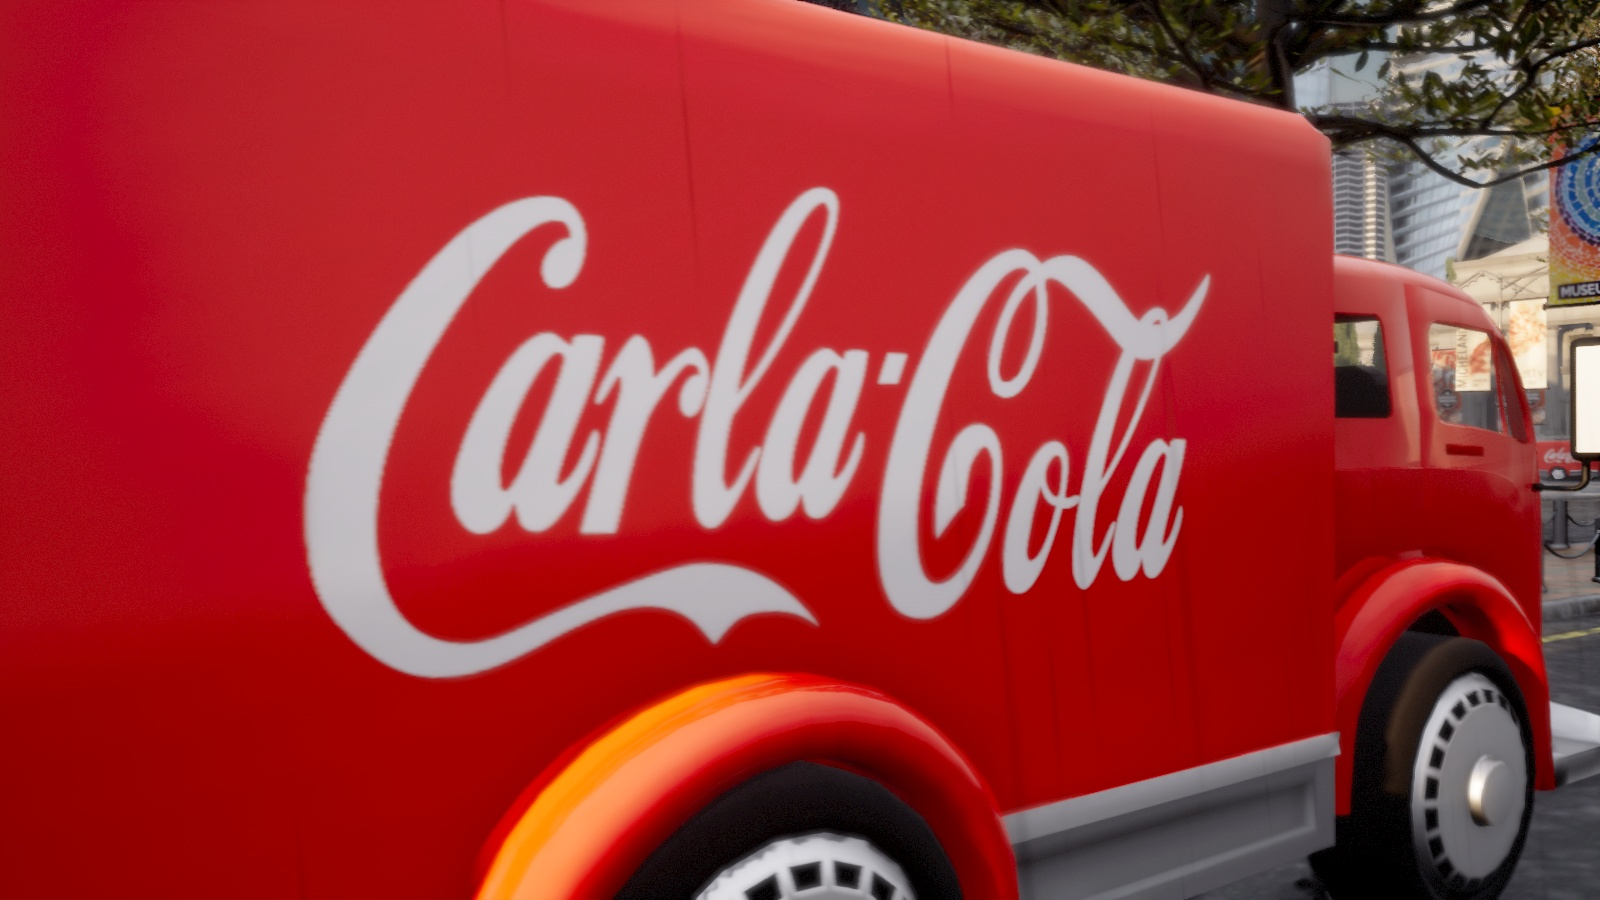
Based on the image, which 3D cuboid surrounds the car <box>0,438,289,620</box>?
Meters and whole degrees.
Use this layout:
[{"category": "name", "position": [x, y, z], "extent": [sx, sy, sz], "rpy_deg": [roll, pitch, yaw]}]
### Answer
[{"category": "car", "position": [-7.792, 0.723, 12.243], "extent": [4.856, 1.649, 2.033], "rpy_deg": [0, 0, -36]}]

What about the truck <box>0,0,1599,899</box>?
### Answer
[{"category": "truck", "position": [0.295, 0.281, 3.936], "extent": [5.204, 2.467, 2.627], "rpy_deg": [-1, 0, -35]}]

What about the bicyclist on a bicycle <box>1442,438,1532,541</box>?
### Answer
[{"category": "bicyclist on a bicycle", "position": [12.237, 0.682, 22.350], "extent": [1.843, 1.776, 0.659], "rpy_deg": [0, 0, -35]}]

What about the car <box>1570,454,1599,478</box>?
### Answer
[{"category": "car", "position": [50.768, 0.973, 77.734], "extent": [1.837, 1.490, 4.892], "rpy_deg": [0, -1, -36]}]

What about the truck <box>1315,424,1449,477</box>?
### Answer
[{"category": "truck", "position": [40.000, 0.029, 86.591], "extent": [2.891, 3.462, 7.936], "rpy_deg": [0, 0, -36]}]

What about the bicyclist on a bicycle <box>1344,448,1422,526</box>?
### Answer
[{"category": "bicyclist on a bicycle", "position": [12.447, 0.763, 26.802], "extent": [1.509, 1.612, 0.866], "rpy_deg": [0, 0, -36]}]

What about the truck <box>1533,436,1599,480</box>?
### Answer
[{"category": "truck", "position": [45.798, 0.481, 72.649], "extent": [2.627, 2.467, 5.204], "rpy_deg": [0, -1, -36]}]
